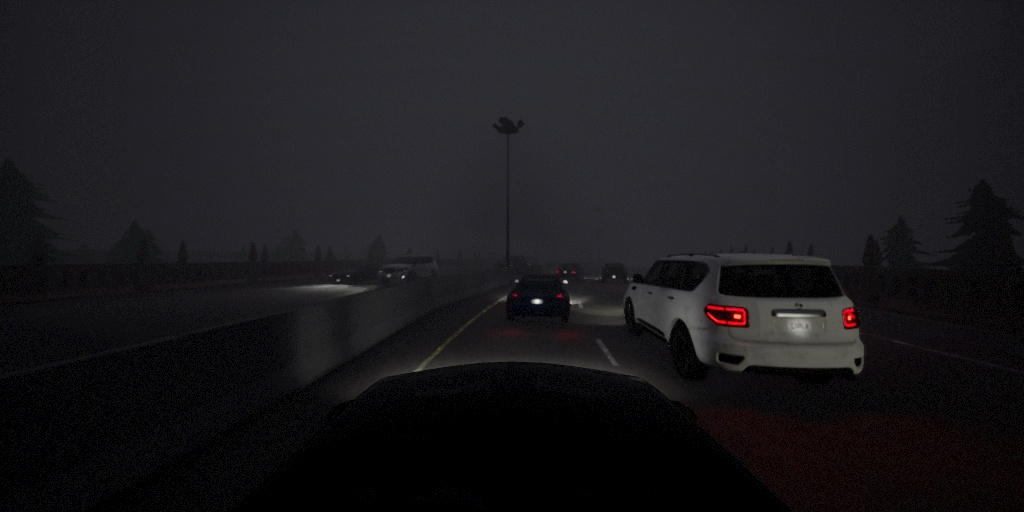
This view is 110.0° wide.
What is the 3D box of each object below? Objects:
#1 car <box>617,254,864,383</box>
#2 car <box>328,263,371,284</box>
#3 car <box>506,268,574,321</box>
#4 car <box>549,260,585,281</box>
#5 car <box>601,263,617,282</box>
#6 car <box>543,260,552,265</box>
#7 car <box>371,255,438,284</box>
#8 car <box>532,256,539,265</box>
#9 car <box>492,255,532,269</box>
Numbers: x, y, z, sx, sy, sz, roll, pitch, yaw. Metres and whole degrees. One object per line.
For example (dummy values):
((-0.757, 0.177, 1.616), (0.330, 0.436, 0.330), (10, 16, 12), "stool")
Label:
((3.915, 0.976, 7.325), (2.150, 2.045, 5.566), (0, 0, 4), "car")
((-10.870, 1.230, 26.314), (2.033, 1.411, 5.357), (0, 0, 14), "car")
((0.979, 1.298, 12.461), (1.994, 1.385, 4.181), (0, 0, 7), "car")
((4.842, 1.284, 29.731), (2.033, 1.411, 5.357), (0, 0, 18), "car")
((8.058, 1.252, 28.122), (1.837, 1.490, 4.892), (0, 0, 17), "car")
((7.086, 1.424, 64.831), (1.895, 1.301, 4.718), (0, 0, 22), "car")
((-7.334, 0.916, 25.994), (2.150, 2.045, 5.566), (0, 0, 15), "car")
((3.113, 1.040, 64.320), (2.150, 2.045, 5.566), (0, 0, 22), "car")
((-0.095, 0.947, 37.272), (2.150, 2.045, 5.566), (0, 0, 21), "car")
